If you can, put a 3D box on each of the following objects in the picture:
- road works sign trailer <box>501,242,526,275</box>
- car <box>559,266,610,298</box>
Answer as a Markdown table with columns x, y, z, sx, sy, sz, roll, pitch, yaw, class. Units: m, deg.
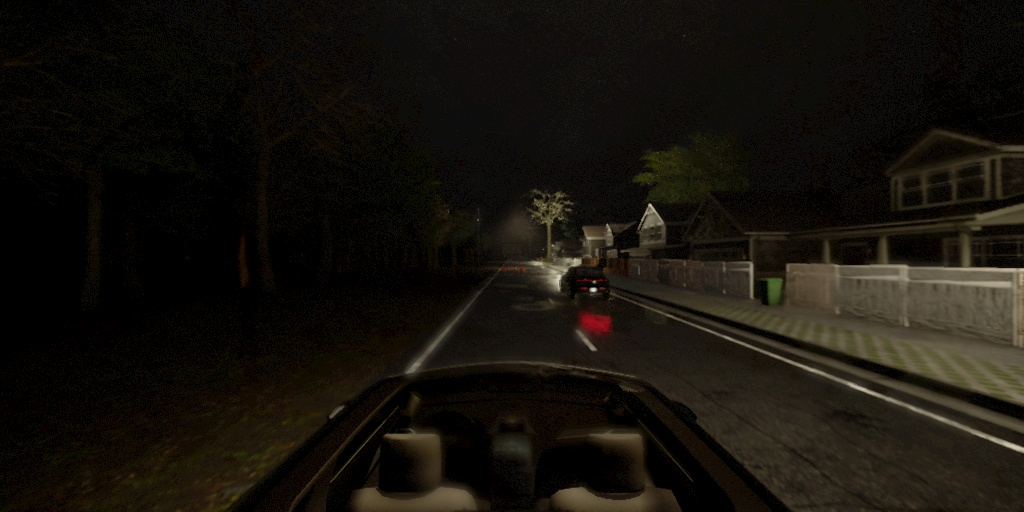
| x | y | z | sx | sy | sz | roll | pitch | yaw | class |
| --- | --- | --- | --- | --- | --- | --- | --- | --- | --- |
| 0.009 | 0.231 | 39.636 | 2.380 | 3.560 | 2.880 | 0 | 0 | 0 | road works sign trailer |
| 3.606 | 1.258 | 18.308 | 1.837 | 1.490 | 4.892 | 0 | 0 | 0 | car |
